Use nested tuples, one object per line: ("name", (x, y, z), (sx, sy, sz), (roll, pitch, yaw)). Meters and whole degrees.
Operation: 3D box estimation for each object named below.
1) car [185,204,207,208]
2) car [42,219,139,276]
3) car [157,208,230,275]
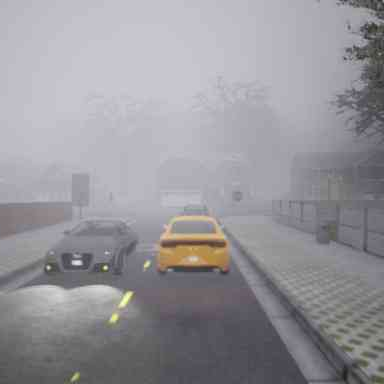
("car", (0.338, 1.574, 24.596), (1.895, 1.301, 4.718), (0, 0, 4))
("car", (-2.849, 1.558, 10.222), (1.994, 1.385, 4.181), (0, 0, 0))
("car", (0.052, 1.472, 10.481), (1.882, 1.535, 5.008), (0, 0, 0))
